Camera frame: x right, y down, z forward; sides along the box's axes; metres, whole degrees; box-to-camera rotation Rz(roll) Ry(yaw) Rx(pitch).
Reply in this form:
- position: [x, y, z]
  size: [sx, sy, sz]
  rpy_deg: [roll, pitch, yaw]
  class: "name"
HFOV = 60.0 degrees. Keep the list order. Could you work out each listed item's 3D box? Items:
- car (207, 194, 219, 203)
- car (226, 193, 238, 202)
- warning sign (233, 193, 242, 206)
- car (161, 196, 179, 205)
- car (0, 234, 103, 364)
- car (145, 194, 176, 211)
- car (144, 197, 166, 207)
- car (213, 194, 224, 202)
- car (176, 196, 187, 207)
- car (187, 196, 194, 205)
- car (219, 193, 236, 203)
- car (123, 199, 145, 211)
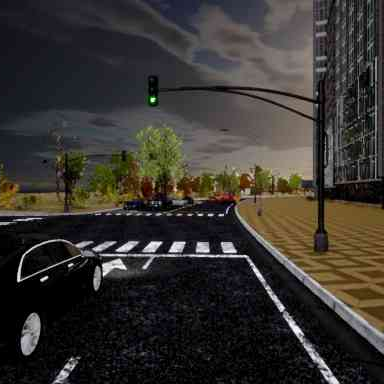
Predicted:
- position: [4.491, 1.573, 71.177]
  size: [1.994, 1.385, 4.181]
  rpy_deg: [0, 0, 12]
  class: "car"
- position: [9.760, 1.246, 80.347]
  size: [2.150, 2.045, 5.566]
  rpy_deg: [0, 0, 14]
  class: "car"
- position: [6.538, 1.122, 48.170]
  size: [1.300, 1.860, 1.060]
  rpy_deg: [0, 0, 8]
  class: "warning sign"
- position: [-4.032, 1.496, 61.937]
  size: [2.128, 1.511, 4.902]
  rpy_deg: [0, 0, 10]
  class: "car"
- position: [-3.014, 1.504, 5.846]
  size: [1.837, 1.490, 4.892]
  rpy_deg: [0, 0, 1]
  class: "car"
- position: [-3.834, 1.222, 41.536]
  size: [2.150, 2.045, 5.566]
  rpy_deg: [0, 0, 7]
  class: "car"
- position: [-5.718, 1.492, 51.735]
  size: [2.128, 1.511, 4.902]
  rpy_deg: [0, 0, 9]
  class: "car"
- position: [6.454, 1.373, 80.486]
  size: [2.097, 1.767, 4.553]
  rpy_deg: [0, 0, 14]
  class: "car"
- position: [-2.490, 1.603, 51.363]
  size: [1.895, 1.301, 4.718]
  rpy_deg: [0, 0, 9]
  class: "car"
- position: [-0.795, 1.532, 61.554]
  size: [1.812, 1.442, 4.674]
  rpy_deg: [0, 0, 10]
  class: "car"
- position: [7.608, 1.239, 70.055]
  size: [2.150, 2.045, 5.566]
  rpy_deg: [0, 0, 12]
  class: "car"
- position: [-7.103, 1.563, 41.503]
  size: [1.994, 1.385, 4.181]
  rpy_deg: [0, 0, 7]
  class: "car"
